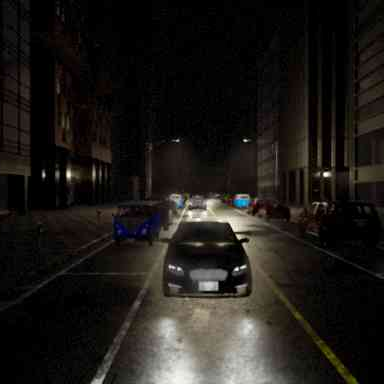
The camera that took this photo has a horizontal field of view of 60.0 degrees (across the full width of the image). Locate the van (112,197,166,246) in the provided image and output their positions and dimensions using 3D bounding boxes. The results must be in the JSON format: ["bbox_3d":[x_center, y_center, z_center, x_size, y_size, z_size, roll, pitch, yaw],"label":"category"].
[{"bbox_3d":[-2.300,1.287,14.640,1.690,1.788,3.998,0,0,0],"label":"van"}]

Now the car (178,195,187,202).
[{"bbox_3d":[-1.893,1.281,70.563,1.752,1.417,4.829,0,0,0],"label":"car"}]

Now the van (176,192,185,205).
[{"bbox_3d":[-2.096,1.188,42.687,1.690,1.788,3.998,0,0,0],"label":"van"}]

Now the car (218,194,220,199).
[{"bbox_3d":[6.594,1.295,65.240,1.752,1.417,4.829,0,0,0],"label":"car"}]

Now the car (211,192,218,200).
[{"bbox_3d":[6.756,1.264,87.504,2.008,1.369,4.403,0,0,0],"label":"car"}]

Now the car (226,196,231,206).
[{"bbox_3d":[6.470,1.372,48.243,1.887,1.381,4.507,0,0,0],"label":"car"}]

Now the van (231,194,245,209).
[{"bbox_3d":[6.429,1.188,42.633,1.690,1.788,3.998,0,0,0],"label":"van"}]

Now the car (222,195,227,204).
[{"bbox_3d":[6.511,1.374,53.852,1.947,1.339,4.313,0,0,0],"label":"car"}]

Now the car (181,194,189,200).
[{"bbox_3d":[-1.769,1.280,87.561,1.947,1.339,4.313,0,0,0],"label":"car"}]

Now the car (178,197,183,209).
[{"bbox_3d":[-2.178,1.437,31.469,2.008,1.369,4.403,0,0,0],"label":"car"}]

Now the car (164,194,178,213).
[{"bbox_3d":[-2.259,1.241,20.249,2.192,1.841,5.009,0,0,0],"label":"car"}]

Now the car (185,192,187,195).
[{"bbox_3d":[-2.014,1.249,53.906,1.967,1.590,4.097,0,0,0],"label":"car"}]

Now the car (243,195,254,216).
[{"bbox_3d":[6.347,1.326,31.415,1.967,1.590,4.097,0,0,0],"label":"car"}]

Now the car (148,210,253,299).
[{"bbox_3d":[0.318,1.460,8.567,2.128,1.511,4.902,0,0,0],"label":"car"}]

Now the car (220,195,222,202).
[{"bbox_3d":[6.553,1.314,59.631,1.752,1.417,4.829,0,0,0],"label":"car"}]

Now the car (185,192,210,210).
[{"bbox_3d":[0.631,1.216,37.829,2.097,1.767,4.553,0,0,0],"label":"car"}]

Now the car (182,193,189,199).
[{"bbox_3d":[-1.728,1.140,93.171,1.967,1.590,4.097,0,0,0],"label":"car"}]

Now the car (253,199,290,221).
[{"bbox_3d":[6.306,1.450,25.807,1.887,1.381,4.507,0,0,0],"label":"car"}]

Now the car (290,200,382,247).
[{"bbox_3d":[6.225,1.261,14.588,2.192,1.841,5.009,0,0,0],"label":"car"}]
